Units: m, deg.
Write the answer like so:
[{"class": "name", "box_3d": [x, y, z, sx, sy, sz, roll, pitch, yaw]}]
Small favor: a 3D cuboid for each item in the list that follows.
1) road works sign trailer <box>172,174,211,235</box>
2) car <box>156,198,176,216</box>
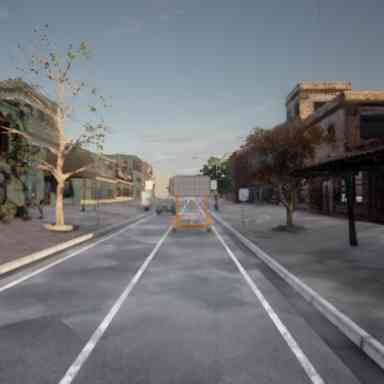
[{"class": "road works sign trailer", "box_3d": [-0.008, 0.697, 20.587, 2.380, 3.560, 2.880, 0, -1, 0]}, {"class": "car", "box_3d": [-3.110, 1.736, 40.493, 2.150, 2.045, 5.566, 0, -1, 0]}]
